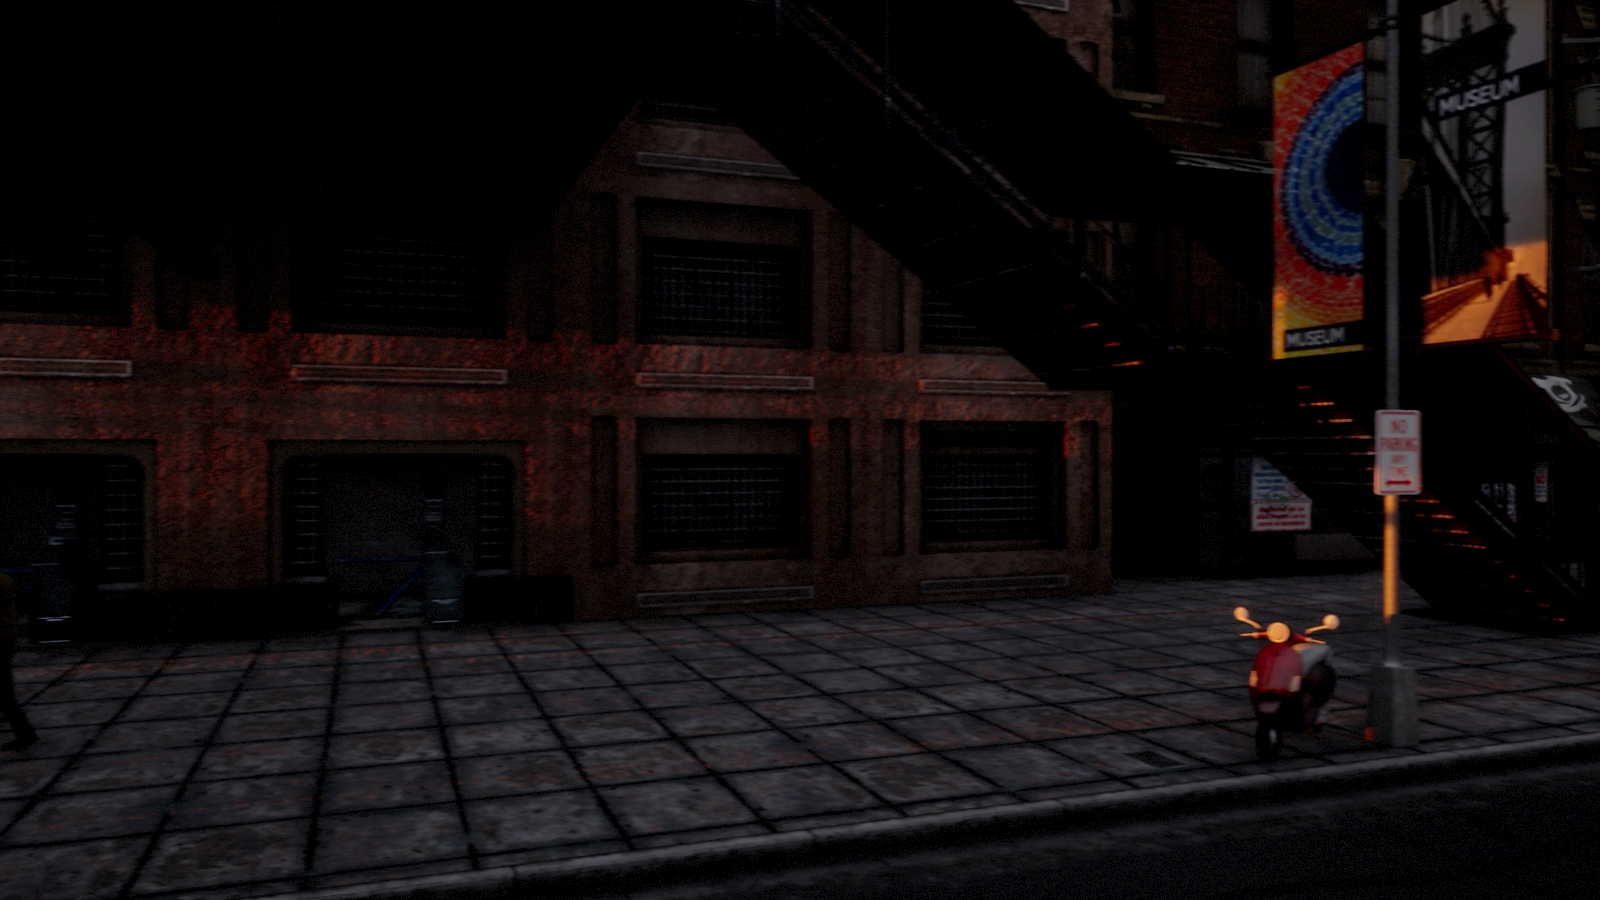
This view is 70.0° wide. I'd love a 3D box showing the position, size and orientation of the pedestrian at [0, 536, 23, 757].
[{"bbox_3d":[-7.003,1.697,9.919,0.375,1.860,0.375,0,0,-26],"label":"pedestrian"}]
